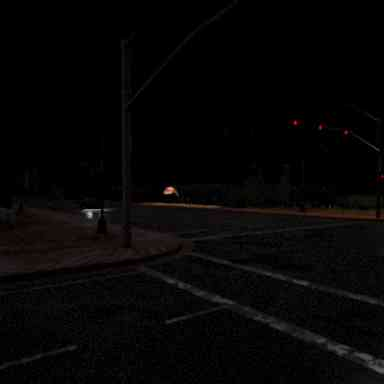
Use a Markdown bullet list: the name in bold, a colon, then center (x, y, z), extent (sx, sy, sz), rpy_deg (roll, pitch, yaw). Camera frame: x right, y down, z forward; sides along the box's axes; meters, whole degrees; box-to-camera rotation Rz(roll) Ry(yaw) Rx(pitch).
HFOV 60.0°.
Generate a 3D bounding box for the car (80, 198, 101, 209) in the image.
- **car**: center (-13.271, 1.463, 43.745), extent (1.812, 1.442, 4.674), rpy_deg (0, 0, -36)
